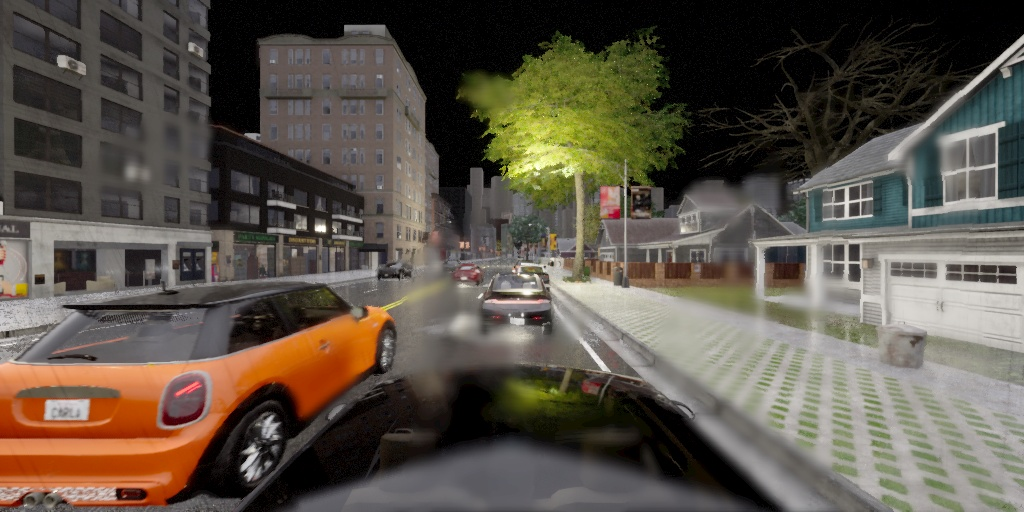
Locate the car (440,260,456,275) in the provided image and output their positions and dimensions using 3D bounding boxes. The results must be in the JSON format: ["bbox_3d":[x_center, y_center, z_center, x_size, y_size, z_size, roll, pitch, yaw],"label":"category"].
[{"bbox_3d":[-6.448,1.227,38.769,1.837,1.490,4.892,0,0,0],"label":"car"}]

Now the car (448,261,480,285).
[{"bbox_3d":[-3.054,1.261,25.405,1.812,1.442,4.674,0,0,0],"label":"car"}]

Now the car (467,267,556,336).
[{"bbox_3d":[0.134,1.239,10.369,2.128,1.511,4.902,0,0,0],"label":"car"}]

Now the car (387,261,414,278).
[{"bbox_3d":[-9.732,1.208,30.291,1.882,1.535,5.008,0,0,0],"label":"car"}]

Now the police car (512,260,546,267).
[{"bbox_3d":[1.052,1.165,20.618,1.930,1.638,5.238,0,0,0],"label":"police car"}]

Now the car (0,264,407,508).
[{"bbox_3d":[-3.139,1.103,4.662,2.097,1.767,4.553,0,0,0],"label":"car"}]

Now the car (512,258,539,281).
[{"bbox_3d":[1.093,1.081,30.478,2.097,1.767,4.553,0,0,0],"label":"car"}]
